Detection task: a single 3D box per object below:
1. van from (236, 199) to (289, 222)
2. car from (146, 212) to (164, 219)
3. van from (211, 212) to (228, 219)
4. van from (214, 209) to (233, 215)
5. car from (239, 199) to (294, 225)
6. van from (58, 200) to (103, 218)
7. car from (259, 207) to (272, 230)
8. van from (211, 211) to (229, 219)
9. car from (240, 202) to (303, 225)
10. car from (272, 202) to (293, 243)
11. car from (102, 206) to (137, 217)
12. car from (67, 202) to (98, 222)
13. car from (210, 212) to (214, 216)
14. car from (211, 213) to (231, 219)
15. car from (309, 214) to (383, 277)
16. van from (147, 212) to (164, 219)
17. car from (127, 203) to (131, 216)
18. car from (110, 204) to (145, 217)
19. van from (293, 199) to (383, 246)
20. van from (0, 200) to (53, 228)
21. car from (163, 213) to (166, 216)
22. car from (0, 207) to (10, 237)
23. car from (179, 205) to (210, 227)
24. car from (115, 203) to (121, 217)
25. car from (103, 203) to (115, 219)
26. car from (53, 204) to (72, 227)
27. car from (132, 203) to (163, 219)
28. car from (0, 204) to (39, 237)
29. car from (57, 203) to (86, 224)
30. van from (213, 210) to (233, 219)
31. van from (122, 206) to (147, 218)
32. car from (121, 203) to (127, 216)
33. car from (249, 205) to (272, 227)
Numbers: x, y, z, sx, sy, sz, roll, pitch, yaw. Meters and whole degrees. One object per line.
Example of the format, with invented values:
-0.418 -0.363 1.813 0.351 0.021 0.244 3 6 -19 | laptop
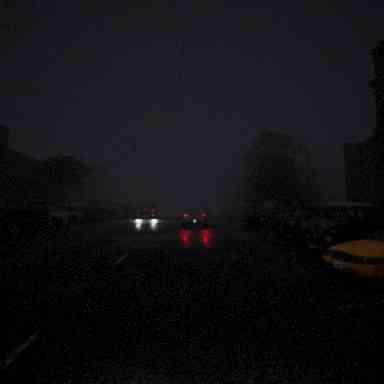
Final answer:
6.437 1.704 30.359 4.442 1.987 1.878 1 -2 -19 | van
-10.226 6.490 91.229 4.553 1.767 2.185 1 -5 -19 | car
7.726 6.641 93.779 4.442 1.987 1.878 3 -6 -19 | van
7.152 5.007 76.110 4.442 1.987 1.878 3 -5 -19 | van
6.480 1.542 24.397 5.566 2.045 2.435 1 -1 -20 | car
-11.358 1.766 32.756 4.442 1.987 1.878 0 -2 -19 | van
6.453 1.723 18.424 4.674 1.452 2.002 1 -1 -20 | car
7.390 6.084 87.835 4.442 1.987 1.878 3 -5 -19 | van
6.554 1.733 27.414 4.553 1.767 2.185 1 -1 -19 | car
6.413 1.512 15.427 4.553 1.767 2.185 1 -1 -20 | car
-11.020 2.941 50.312 4.892 1.521 2.231 1 -4 -19 | car
-11.245 1.932 29.869 4.792 1.488 2.163 0 -2 -20 | car
1.117 2.429 42.566 1.882 1.535 5.008 -1 -3 12 | car
7.439 6.082 84.919 4.674 1.452 2.002 3 -5 -19 | car
6.244 1.559 9.379 5.366 1.575 1.946 1 0 -20 | car
-10.307 6.662 94.110 4.442 1.987 1.878 1 -5 -19 | van
-11.118 2.546 44.480 4.892 1.521 2.231 0 -4 -19 | car
-10.916 3.170 56.192 5.566 2.045 2.435 1 -5 -19 | car
6.323 1.369 12.397 4.442 1.987 1.878 1 -1 -20 | van
-11.451 1.486 21.027 4.442 1.987 1.878 0 -1 -20 | van
-10.401 5.823 85.381 5.566 2.045 2.435 1 -5 -19 | car
-11.346 1.643 15.211 4.792 1.488 2.163 0 -1 -20 | car
0.198 1.850 25.615 1.812 1.442 4.674 0 -1 0 | car
-11.189 2.228 38.640 4.892 1.521 2.231 0 -3 -19 | car
-11.223 2.099 35.716 5.008 1.535 2.097 0 -2 -19 | car
-11.323 1.809 23.997 4.674 1.452 2.002 0 -1 -20 | car
-4.800 2.003 36.422 2.097 1.767 4.553 0 -2 1 | car
-11.364 1.659 18.129 5.008 1.535 2.097 0 -1 -20 | car
-11.301 1.872 26.935 4.674 1.452 2.002 0 -2 -20 | car
7.430 5.285 79.125 4.442 1.987 1.878 3 -6 -19 | van
-10.729 3.724 62.070 4.442 1.987 1.878 1 -6 -19 | van
-11.321 2.372 41.494 5.366 1.575 1.946 0 -3 -19 | car
6.504 1.766 21.429 4.792 1.488 2.163 1 -1 -20 | car
